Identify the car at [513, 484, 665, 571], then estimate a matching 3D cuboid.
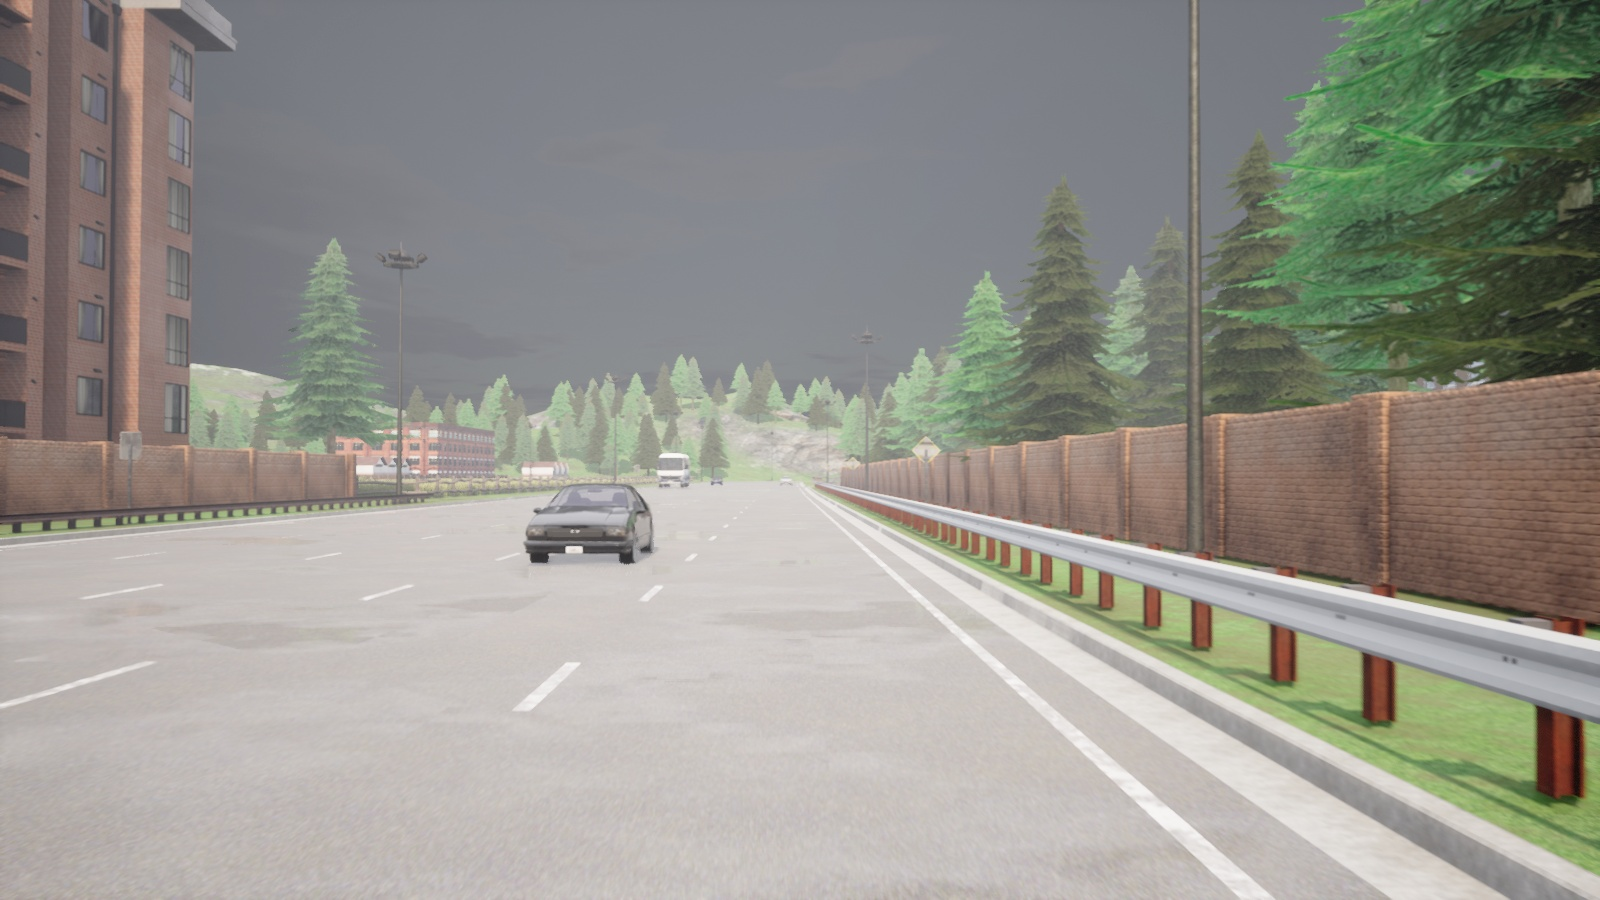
[{"bbox_3d":[-3.809,1.362,23.609,2.033,1.411,5.357,0,-1,-1],"label":"car"}]
